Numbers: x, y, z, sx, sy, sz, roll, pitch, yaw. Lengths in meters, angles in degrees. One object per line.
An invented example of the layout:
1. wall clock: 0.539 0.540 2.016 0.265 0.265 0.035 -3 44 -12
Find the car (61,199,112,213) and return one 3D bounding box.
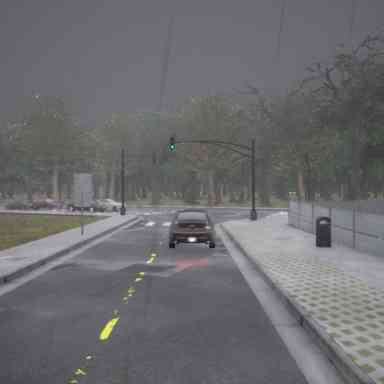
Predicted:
1. car: -11.746 1.509 37.064 4.892 1.490 1.837 0 0 23

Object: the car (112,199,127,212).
1. car: -9.956 1.541 39.834 4.674 1.442 1.812 0 0 25

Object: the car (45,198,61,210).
1. car: -19.174 1.553 43.811 4.674 1.442 1.812 0 0 24

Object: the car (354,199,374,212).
1. car: 16.219 1.469 32.250 4.902 1.511 2.128 0 0 22

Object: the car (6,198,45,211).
1. car: -20.786 1.580 40.972 4.181 1.385 1.994 0 0 23

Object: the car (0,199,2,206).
1. car: -30.130 1.519 48.564 5.008 1.535 1.882 0 0 23

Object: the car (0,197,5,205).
1. car: -35.322 1.561 58.025 4.902 1.511 2.128 0 0 24

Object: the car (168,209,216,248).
1. car: 0.007 1.510 14.717 1.837 1.490 4.892 0 0 0
